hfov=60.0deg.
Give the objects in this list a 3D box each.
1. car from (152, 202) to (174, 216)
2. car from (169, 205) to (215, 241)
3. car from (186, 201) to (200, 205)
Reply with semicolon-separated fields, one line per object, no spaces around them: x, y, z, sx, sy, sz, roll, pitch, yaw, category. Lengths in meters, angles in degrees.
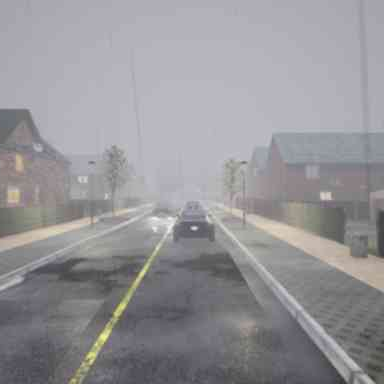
-2.844;1.668;33.414;1.895;1.301;4.718;0;0;0;car
0.100;1.586;16.778;1.994;1.385;4.181;0;0;0;car
0.101;1.621;35.002;2.033;1.411;5.357;0;0;0;car
